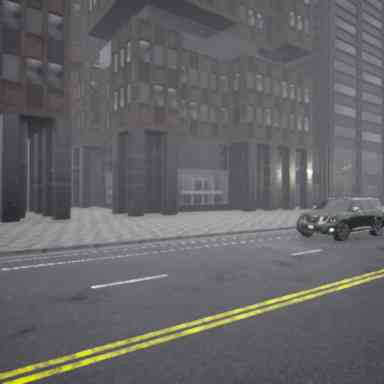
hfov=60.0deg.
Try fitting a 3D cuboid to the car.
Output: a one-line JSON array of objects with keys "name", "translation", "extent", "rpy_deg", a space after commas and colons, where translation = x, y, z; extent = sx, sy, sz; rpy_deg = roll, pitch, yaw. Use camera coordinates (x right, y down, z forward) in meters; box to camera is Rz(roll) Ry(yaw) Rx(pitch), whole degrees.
[{"name": "car", "translation": [7.849, 1.300, 17.268], "extent": [5.566, 2.045, 2.150], "rpy_deg": [0, 0, -36]}]
